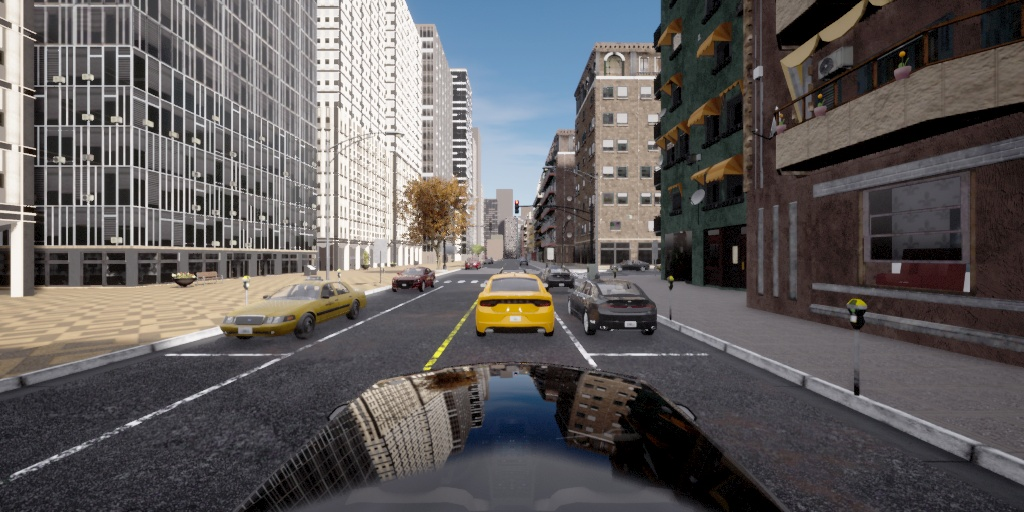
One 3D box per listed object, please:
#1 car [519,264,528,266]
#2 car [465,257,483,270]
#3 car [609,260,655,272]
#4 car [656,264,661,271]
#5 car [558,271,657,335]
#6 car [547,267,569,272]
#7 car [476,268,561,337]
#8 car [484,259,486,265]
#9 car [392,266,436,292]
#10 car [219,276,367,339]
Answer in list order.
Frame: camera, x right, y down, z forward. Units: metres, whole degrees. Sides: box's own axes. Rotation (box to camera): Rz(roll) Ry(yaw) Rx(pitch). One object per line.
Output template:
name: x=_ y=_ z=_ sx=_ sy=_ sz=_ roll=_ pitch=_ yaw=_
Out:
car: x=0.057 y=1.355 z=20.639 sx=1.895 sy=1.301 sz=4.718 roll=0 pitch=0 yaw=0
car: x=-5.810 y=1.098 z=53.702 sx=2.192 sy=1.841 sz=5.009 roll=0 pitch=0 yaw=0
car: x=13.346 y=1.109 z=40.774 sx=4.403 sy=1.370 sz=2.007 roll=0 pitch=0 yaw=-1
car: x=18.743 y=1.006 z=40.841 sx=4.829 sy=1.417 sz=1.751 roll=0 pitch=0 yaw=-1
car: x=2.670 y=1.301 z=10.268 sx=2.007 sy=1.370 sz=4.403 roll=0 pitch=0 yaw=0
car: x=2.644 y=1.305 z=21.333 sx=2.007 sy=1.370 sz=4.403 roll=0 pitch=0 yaw=0
car: x=0.069 y=1.228 z=10.360 sx=1.882 sy=1.535 sz=5.008 roll=0 pitch=0 yaw=0
car: x=-5.823 y=1.357 z=59.225 sx=1.948 sy=1.339 sz=4.313 roll=0 pitch=0 yaw=0
car: x=-5.736 y=1.299 z=21.314 sx=1.888 sy=1.381 sz=4.507 roll=0 pitch=0 yaw=0
car: x=-5.710 y=1.276 z=10.079 sx=1.751 sy=1.417 sz=4.829 roll=0 pitch=0 yaw=0
